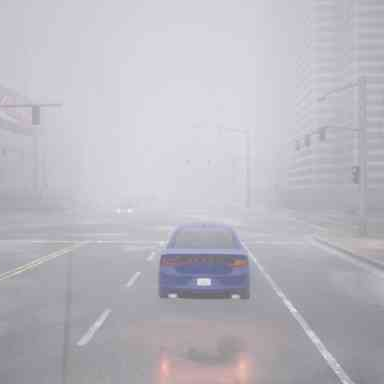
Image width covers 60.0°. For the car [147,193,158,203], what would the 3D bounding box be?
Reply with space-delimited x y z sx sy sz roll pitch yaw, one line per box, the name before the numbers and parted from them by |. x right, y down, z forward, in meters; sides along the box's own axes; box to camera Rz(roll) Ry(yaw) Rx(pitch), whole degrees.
car | -8.330 1.216 67.584 2.150 2.045 5.566 0 0 2

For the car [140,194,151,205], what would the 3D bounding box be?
car | -8.742 1.521 57.318 1.812 1.442 4.674 0 0 2

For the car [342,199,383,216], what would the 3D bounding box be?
car | 17.242 1.502 32.398 4.892 1.490 1.837 0 0 2

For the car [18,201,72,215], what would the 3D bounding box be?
car | -14.709 1.598 33.280 4.718 1.301 1.895 0 0 2

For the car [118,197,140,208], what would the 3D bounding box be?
car | -9.079 1.501 47.282 1.837 1.490 4.892 0 0 2

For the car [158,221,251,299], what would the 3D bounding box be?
car | 0.313 1.477 8.497 1.882 1.535 5.008 0 0 2

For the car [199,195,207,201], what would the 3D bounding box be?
car | 2.633 1.518 81.170 1.812 1.442 4.674 0 0 2
